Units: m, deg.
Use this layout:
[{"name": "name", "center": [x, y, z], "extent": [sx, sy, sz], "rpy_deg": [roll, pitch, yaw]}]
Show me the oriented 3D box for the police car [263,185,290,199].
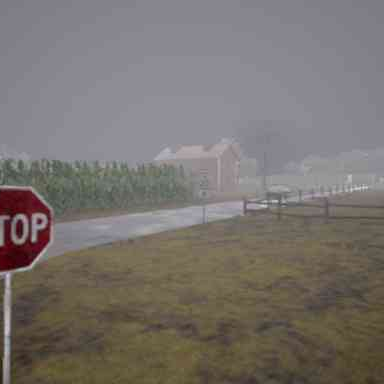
[{"name": "police car", "center": [10.217, -0.062, 40.129], "extent": [1.930, 1.638, 5.238], "rpy_deg": [2, 3, 36]}]
